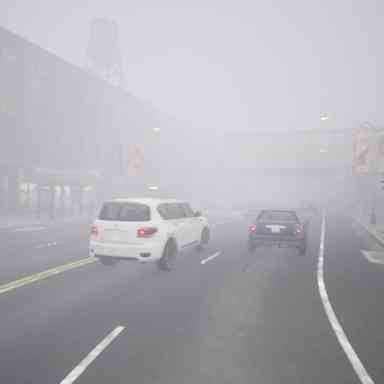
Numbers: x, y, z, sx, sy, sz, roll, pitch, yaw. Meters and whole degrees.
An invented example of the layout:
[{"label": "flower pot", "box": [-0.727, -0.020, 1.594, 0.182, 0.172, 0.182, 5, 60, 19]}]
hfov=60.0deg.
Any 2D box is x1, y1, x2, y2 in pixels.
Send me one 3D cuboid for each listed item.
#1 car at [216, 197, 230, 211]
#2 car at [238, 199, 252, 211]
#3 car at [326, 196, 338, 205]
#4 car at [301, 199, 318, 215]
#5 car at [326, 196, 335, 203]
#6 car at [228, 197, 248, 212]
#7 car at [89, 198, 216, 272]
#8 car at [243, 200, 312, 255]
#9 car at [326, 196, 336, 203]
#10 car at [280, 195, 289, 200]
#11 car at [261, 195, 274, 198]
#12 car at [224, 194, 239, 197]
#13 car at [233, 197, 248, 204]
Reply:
[{"label": "car", "box": [2.774, 1.603, 40.503, 1.994, 1.385, 4.181, 1, 0, 22]}, {"label": "car", "box": [5.869, 1.621, 28.893, 2.033, 1.411, 5.357, 1, 0, 22]}, {"label": "car", "box": [29.405, 1.837, 70.056, 2.231, 1.521, 4.892, 1, 0, 32]}, {"label": "car", "box": [12.535, 1.505, 36.118, 2.097, 1.767, 4.553, 1, 0, 22]}, {"label": "car", "box": [35.711, 1.912, 86.059, 2.097, 1.535, 5.008, 1, 0, 22]}, {"label": "car", "box": [6.020, 1.641, 39.199, 1.994, 1.385, 4.181, 1, 0, 22]}, {"label": "car", "box": [-1.090, 1.211, 11.162, 2.150, 2.045, 5.566, 0, 0, 19]}, {"label": "car", "box": [3.763, 1.398, 13.969, 2.097, 1.767, 4.553, 1, 0, 21]}, {"label": "car", "box": [33.450, 1.759, 80.044, 2.185, 1.767, 4.553, 1, 0, 22]}, {"label": "car", "box": [21.365, 1.402, 76.874, 1.812, 1.442, 4.674, 1, 0, 22]}, {"label": "car", "box": [18.116, 1.380, 78.177, 2.033, 1.411, 5.357, 1, 0, 22]}, {"label": "car", "box": [6.990, 1.320, 58.982, 2.435, 2.045, 5.566, 1, 0, 22]}, {"label": "car", "box": [9.697, 1.719, 65.863, 1.895, 1.301, 4.718, 1, 0, 22]}]
